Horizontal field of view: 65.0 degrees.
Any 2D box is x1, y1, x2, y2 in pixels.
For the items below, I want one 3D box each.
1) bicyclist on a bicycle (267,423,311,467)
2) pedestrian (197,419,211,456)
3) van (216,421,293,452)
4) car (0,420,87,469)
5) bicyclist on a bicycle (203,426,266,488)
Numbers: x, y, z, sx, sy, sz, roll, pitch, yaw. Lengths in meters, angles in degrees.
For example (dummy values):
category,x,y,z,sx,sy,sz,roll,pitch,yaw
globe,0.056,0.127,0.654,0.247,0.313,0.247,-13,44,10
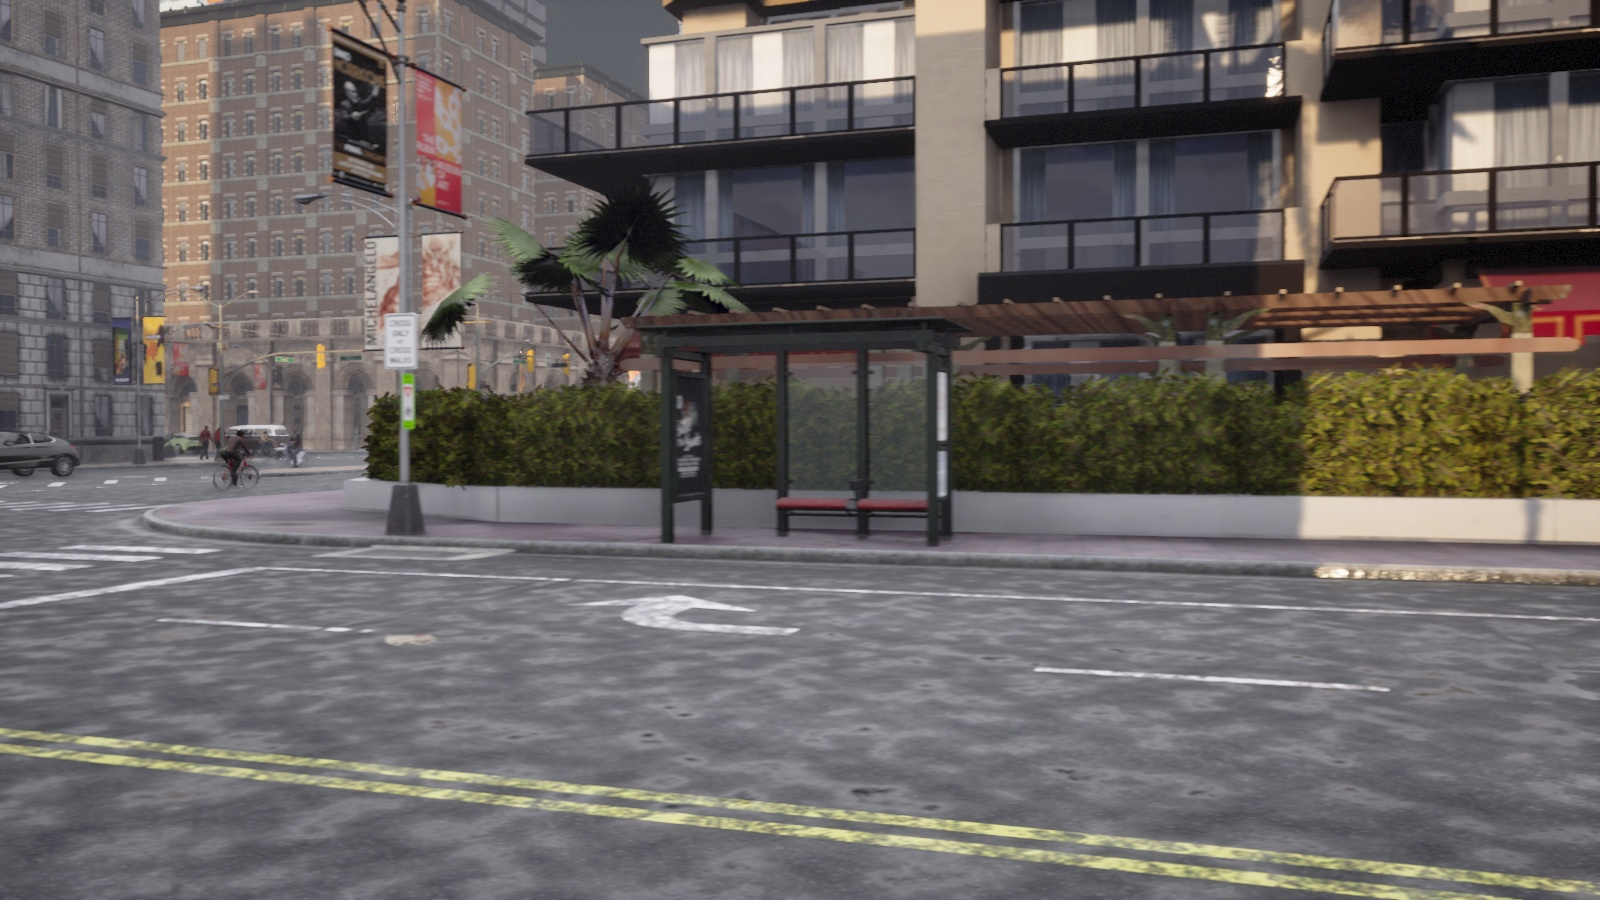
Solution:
category,x,y,z,sx,sy,sz,roll,pitch,yaw
bicyclist on a bicycle,-21.261,-0.221,52.267,0.659,1.776,1.843,1,1,18
pedestrian,-30.175,-0.651,63.586,0.331,1.846,0.636,0,1,6
van,-36.419,-0.932,83.825,4.480,2.038,2.069,0,1,18
car,-27.764,-0.200,43.647,2.152,1.651,5.027,1,1,18
bicyclist on a bicycle,-15.199,0.180,33.818,0.582,1.620,1.656,1,1,18
